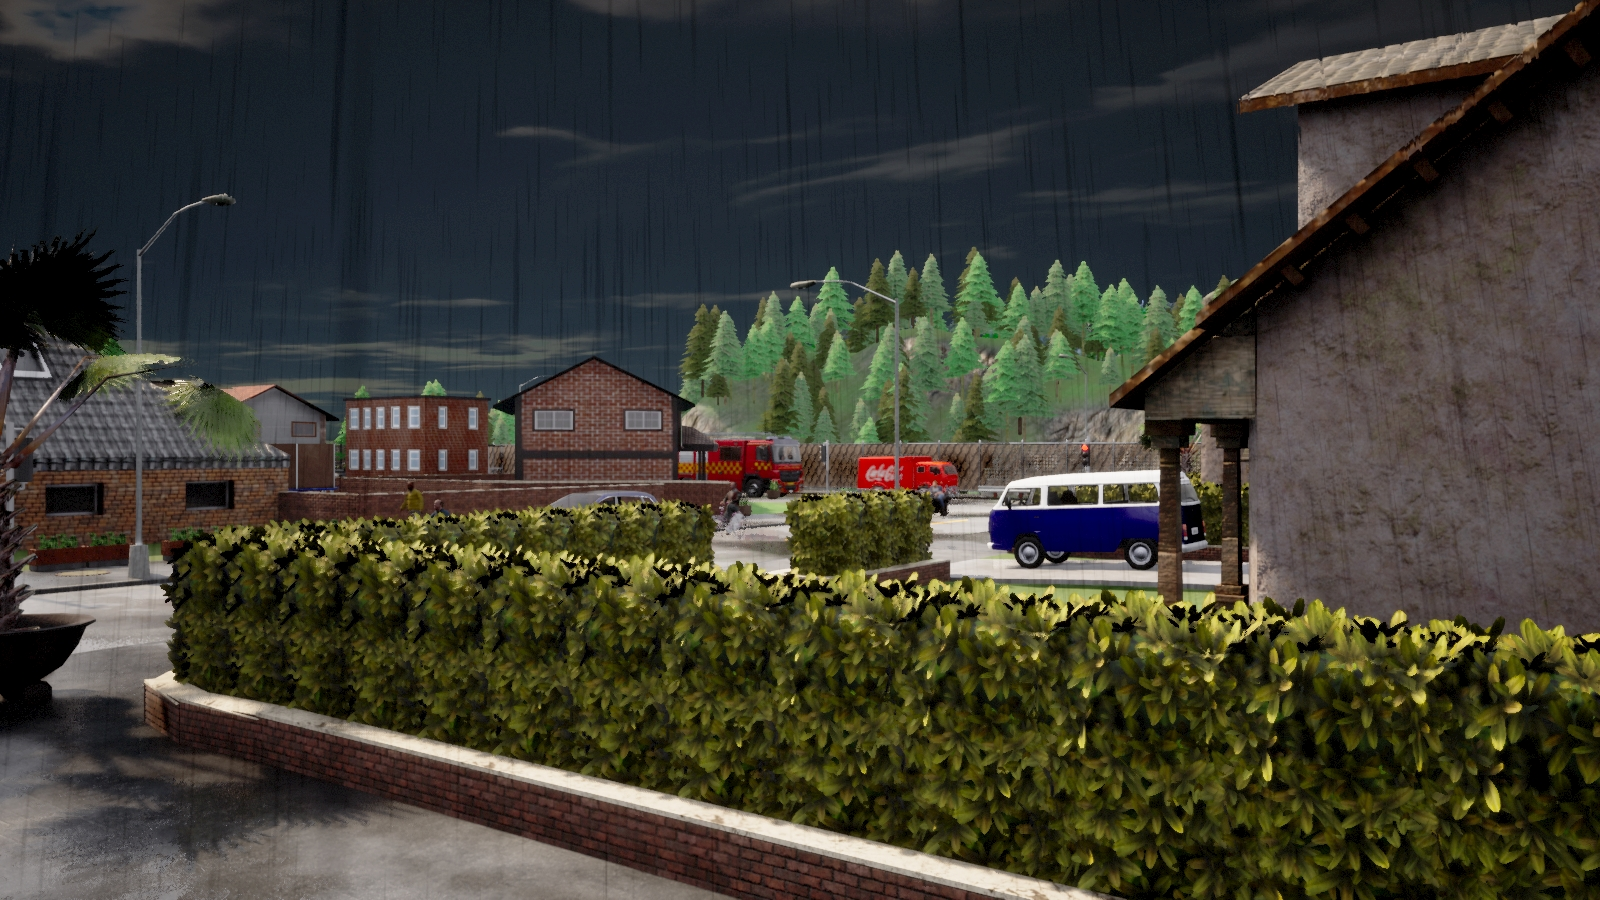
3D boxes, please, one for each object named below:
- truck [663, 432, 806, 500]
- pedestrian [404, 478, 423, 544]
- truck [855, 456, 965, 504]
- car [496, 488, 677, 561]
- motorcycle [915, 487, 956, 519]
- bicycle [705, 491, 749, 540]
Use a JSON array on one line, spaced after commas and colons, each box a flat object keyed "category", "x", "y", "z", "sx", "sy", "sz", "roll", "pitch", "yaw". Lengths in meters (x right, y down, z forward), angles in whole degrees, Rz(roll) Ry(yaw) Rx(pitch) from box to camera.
[{"category": "truck", "x": -3.976, "y": 0.872, "z": 67.648, "sx": 8.468, "sy": 3.827, "sz": 2.891, "roll": 0, "pitch": 0, "yaw": 35}, {"category": "pedestrian", "x": -11.069, "y": 1.732, "z": 32.698, "sx": 0.375, "sy": 1.860, "sz": 0.375, "roll": 0, "pitch": 0, "yaw": 34}, {"category": "truck", "x": 5.833, "y": 1.563, "z": 60.791, "sx": 5.204, "sy": 2.467, "sz": 2.627, "roll": -1, "pitch": 0, "yaw": 35}, {"category": "car", "x": -5.756, "y": 1.958, "z": 31.296, "sx": 2.242, "sy": 1.667, "sz": 4.611, "roll": 0, "pitch": 0, "yaw": 35}, {"category": "motorcycle", "x": 5.586, "y": 2.177, "z": 47.123, "sx": 0.803, "sy": 1.199, "sz": 2.033, "roll": 0, "pitch": 0, "yaw": 35}, {"category": "bicycle", "x": -2.302, "y": 2.051, "z": 36.276, "sx": 0.329, "sy": 1.471, "sz": 1.835, "roll": 0, "pitch": 0, "yaw": 35}]
